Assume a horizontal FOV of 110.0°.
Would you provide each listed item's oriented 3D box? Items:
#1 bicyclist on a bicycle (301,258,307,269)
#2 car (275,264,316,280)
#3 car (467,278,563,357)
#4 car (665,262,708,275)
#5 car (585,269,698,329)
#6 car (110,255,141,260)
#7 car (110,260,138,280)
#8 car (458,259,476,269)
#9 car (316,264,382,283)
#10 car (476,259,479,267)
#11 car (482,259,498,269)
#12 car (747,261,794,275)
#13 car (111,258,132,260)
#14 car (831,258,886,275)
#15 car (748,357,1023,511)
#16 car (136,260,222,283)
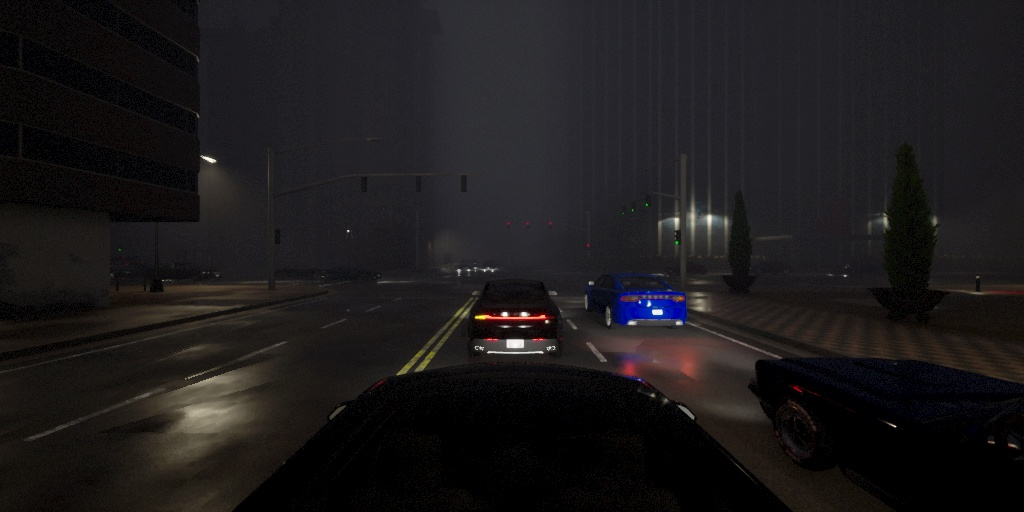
[{"bbox_3d":[-26.427,1.051,45.427,0.582,1.620,1.656,0,0,-1],"label":"bicyclist on a bicycle"},{"bbox_3d":[-17.955,1.351,31.046,4.718,1.301,1.895,0,0,-1],"label":"car"},{"bbox_3d":[0.060,1.255,8.555,1.837,1.490,4.892,0,0,0],"label":"car"},{"bbox_3d":[18.700,1.314,38.606,4.181,1.385,1.994,0,0,-1],"label":"car"},{"bbox_3d":[3.573,1.228,11.244,1.882,1.535,5.008,0,0,0],"label":"car"},{"bbox_3d":[-42.443,0.970,37.972,5.566,2.045,2.150,0,0,0],"label":"car"},{"bbox_3d":[-32.232,1.297,30.897,5.357,1.411,2.033,0,0,0],"label":"car"},{"bbox_3d":[-7.100,1.275,55.289,1.812,1.442,4.674,0,0,0],"label":"car"},{"bbox_3d":[-12.265,1.314,27.589,4.181,1.385,1.994,0,0,-1],"label":"car"},{"bbox_3d":[-7.072,1.255,64.546,1.837,1.490,4.892,0,0,0],"label":"car"},{"bbox_3d":[-3.600,1.314,57.160,1.994,1.385,4.181,0,0,0],"label":"car"},{"bbox_3d":[27.552,1.255,38.697,4.892,1.490,1.837,0,0,-1],"label":"car"},{"bbox_3d":[-39.829,1.228,34.504,5.008,1.535,1.882,0,0,-1],"label":"car"},{"bbox_3d":[37.385,1.102,38.787,4.553,1.767,2.097,0,0,0],"label":"car"},{"bbox_3d":[3.601,1.351,1.899,1.895,1.301,4.718,0,0,0],"label":"car"},{"bbox_3d":[-25.040,1.242,27.462,4.902,1.511,2.128,0,0,-1],"label":"car"}]
